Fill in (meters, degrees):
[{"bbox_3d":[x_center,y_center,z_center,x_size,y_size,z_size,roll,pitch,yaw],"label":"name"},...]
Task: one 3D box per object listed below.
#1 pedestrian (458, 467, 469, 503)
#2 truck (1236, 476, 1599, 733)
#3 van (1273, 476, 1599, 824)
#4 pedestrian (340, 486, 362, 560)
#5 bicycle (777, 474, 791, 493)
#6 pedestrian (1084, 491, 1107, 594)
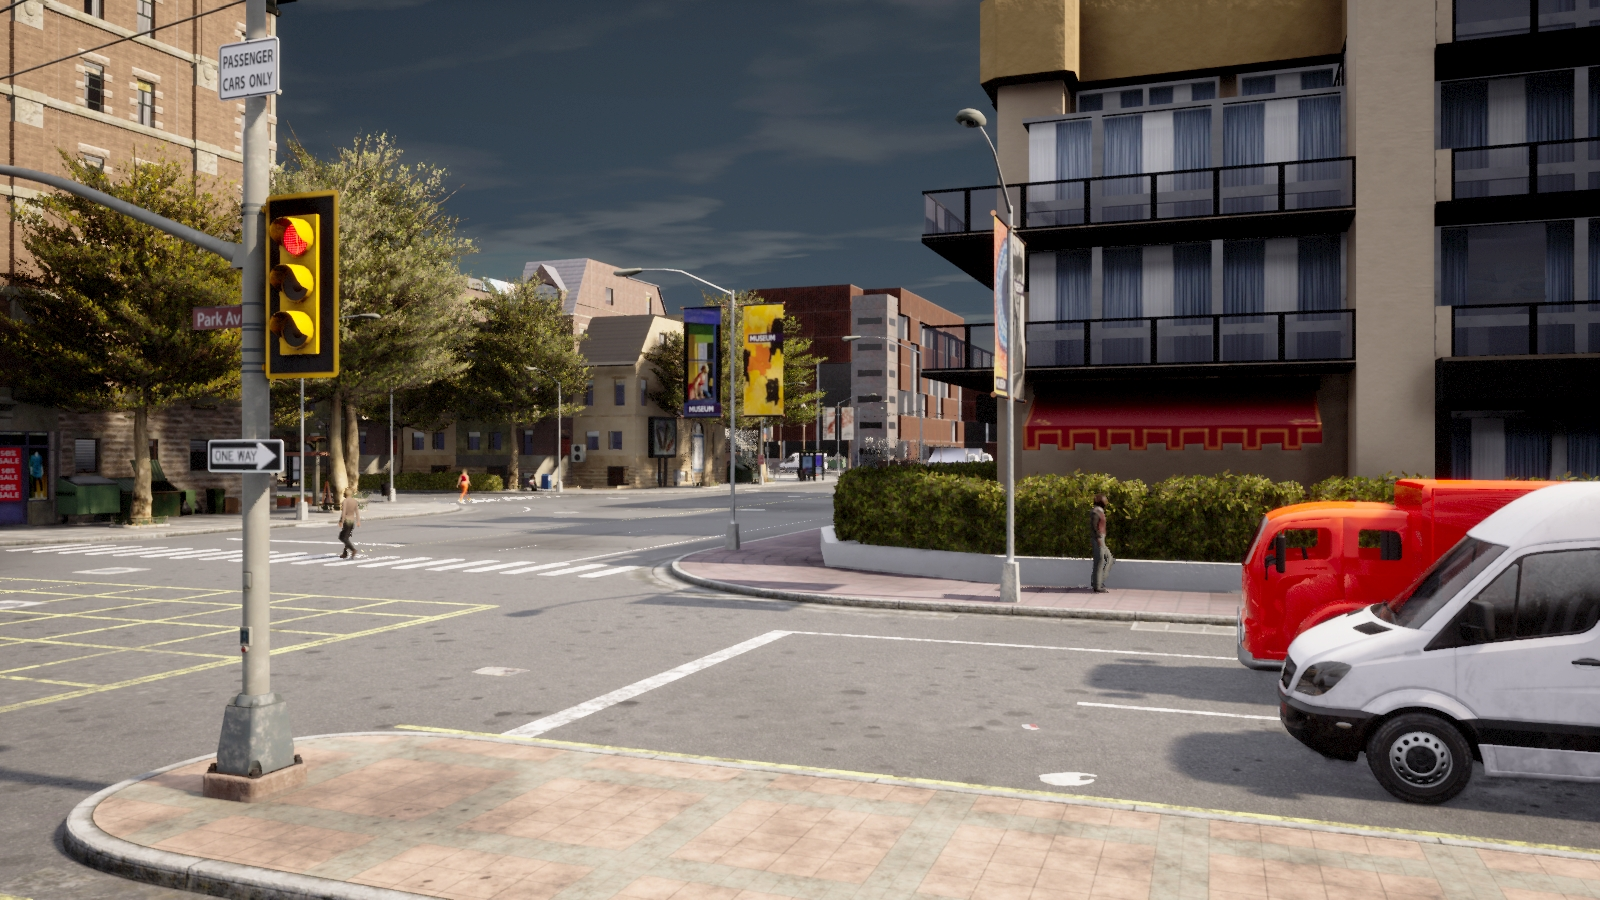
[{"bbox_3d":[-17.773,1.849,60.354,0.375,1.860,0.375,0,0,17],"label":"pedestrian"},{"bbox_3d":[7.677,1.568,12.781,5.204,2.467,2.627,0,0,20],"label":"truck"},{"bbox_3d":[7.072,1.534,9.261,5.915,2.561,1.988,0,0,21],"label":"van"},{"bbox_3d":[-11.458,1.849,29.181,0.375,1.860,0.375,0,0,24],"label":"pedestrian"},{"bbox_3d":[-1.047,2.206,76.136,0.373,1.196,1.643,0,0,20],"label":"bicycle"},{"bbox_3d":[5.446,1.696,21.068,0.375,1.860,0.375,0,0,20],"label":"pedestrian"}]
